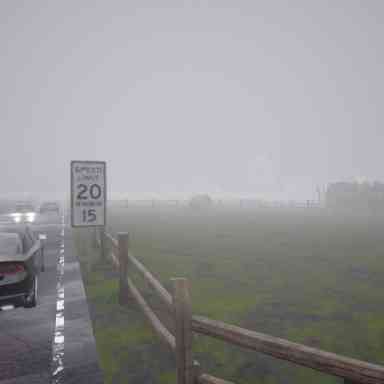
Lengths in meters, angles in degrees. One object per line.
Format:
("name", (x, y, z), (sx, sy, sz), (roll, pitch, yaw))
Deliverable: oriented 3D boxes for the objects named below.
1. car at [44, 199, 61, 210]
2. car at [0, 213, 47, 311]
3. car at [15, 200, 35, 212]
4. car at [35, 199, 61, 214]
("car", (-18.948, 1.604, 45.269), (1.895, 1.301, 4.718), (0, 0, -21))
("car", (-4.444, 1.481, 7.521), (1.882, 1.535, 5.008), (0, 0, -21))
("car", (-19.627, 1.623, 39.366), (1.895, 1.301, 4.718), (0, 0, -21))
("car", (-15.153, 1.495, 35.531), (2.128, 1.511, 4.902), (0, 0, -21))
